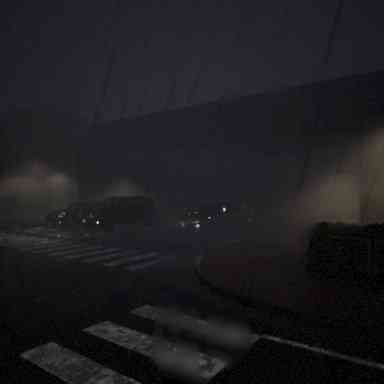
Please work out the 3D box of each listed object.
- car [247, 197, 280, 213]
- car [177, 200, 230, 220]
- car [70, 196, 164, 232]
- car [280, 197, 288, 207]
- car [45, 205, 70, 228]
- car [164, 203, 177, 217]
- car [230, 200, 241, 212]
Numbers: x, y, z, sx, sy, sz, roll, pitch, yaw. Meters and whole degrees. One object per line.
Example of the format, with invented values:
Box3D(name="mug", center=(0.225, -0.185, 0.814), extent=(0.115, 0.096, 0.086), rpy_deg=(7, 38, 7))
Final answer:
Box3D(name="car", center=(8.183, 1.581, 39.286), extent=(2.128, 1.511, 4.902), rpy_deg=(0, 0, 36))
Box3D(name="car", center=(1.149, 1.594, 29.449), extent=(1.837, 1.490, 4.892), rpy_deg=(0, 0, 35))
Box3D(name="car", center=(-4.613, 1.312, 21.378), extent=(2.150, 2.045, 5.566), rpy_deg=(0, 0, 35))
Box3D(name="car", center=(13.521, 1.526, 52.640), extent=(2.097, 1.767, 4.553), rpy_deg=(0, 0, 36))
Box3D(name="car", center=(-7.763, 1.462, 23.086), extent=(2.097, 1.767, 4.553), rpy_deg=(0, 0, 37))
Box3D(name="car", center=(-2.490, 1.710, 30.375), extent=(1.895, 1.301, 4.718), rpy_deg=(0, 0, 36))
Box3D(name="car", center=(3.927, 1.655, 39.362), extent=(2.033, 1.411, 5.357), rpy_deg=(0, 0, 36))
